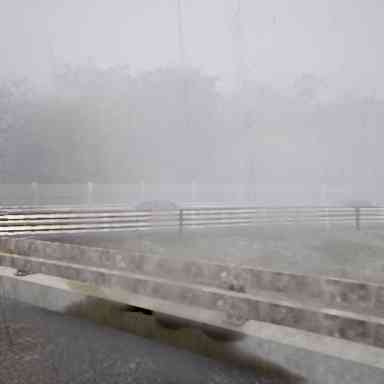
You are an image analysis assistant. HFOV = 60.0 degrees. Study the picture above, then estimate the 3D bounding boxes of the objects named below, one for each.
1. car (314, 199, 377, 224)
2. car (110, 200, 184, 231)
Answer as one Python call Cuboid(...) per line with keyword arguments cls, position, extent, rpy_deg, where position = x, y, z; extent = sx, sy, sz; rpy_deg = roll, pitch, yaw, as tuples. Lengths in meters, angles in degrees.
Cuboid(cls="car", position=(11.564, 1.364, 25.149), extent=(4.553, 1.767, 2.097), rpy_deg=(1, 0, -16))
Cuboid(cls="car", position=(-2.827, 1.339, 20.774), extent=(4.553, 1.767, 2.097), rpy_deg=(0, 0, -17))
